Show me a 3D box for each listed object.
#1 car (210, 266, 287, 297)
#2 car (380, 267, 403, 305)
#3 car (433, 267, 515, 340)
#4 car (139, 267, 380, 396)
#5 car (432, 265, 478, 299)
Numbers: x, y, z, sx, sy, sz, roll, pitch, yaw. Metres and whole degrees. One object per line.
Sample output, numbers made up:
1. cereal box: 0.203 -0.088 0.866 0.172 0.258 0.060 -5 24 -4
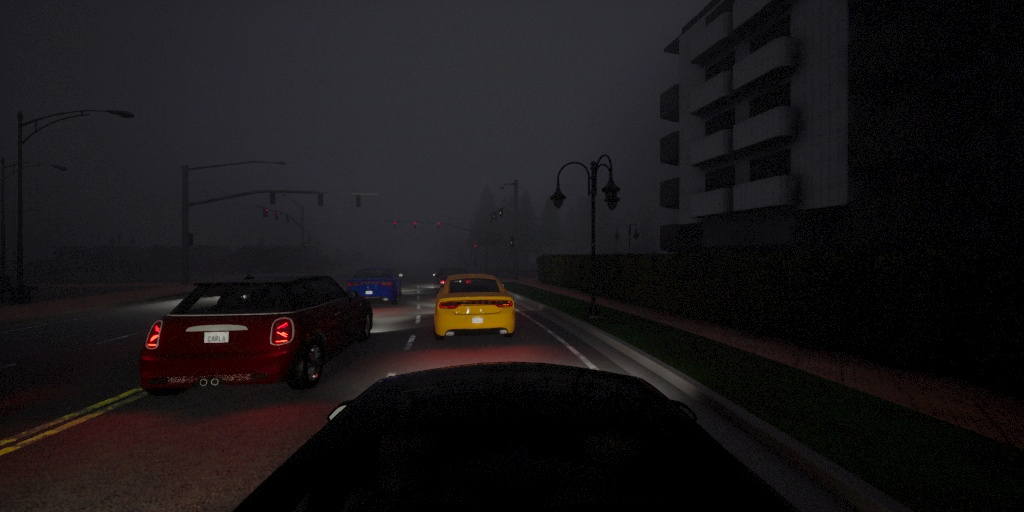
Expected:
1. car: -14.224 1.314 19.685 1.994 1.385 4.181 0 0 -14
2. car: -5.976 1.228 15.939 1.882 1.535 5.008 0 0 -14
3. car: -1.161 1.228 10.121 1.882 1.535 5.008 0 0 -10
4. car: -4.214 1.102 6.878 2.097 1.767 4.553 0 0 -8
5. car: -3.289 1.297 19.713 2.033 1.411 5.357 0 0 -14
